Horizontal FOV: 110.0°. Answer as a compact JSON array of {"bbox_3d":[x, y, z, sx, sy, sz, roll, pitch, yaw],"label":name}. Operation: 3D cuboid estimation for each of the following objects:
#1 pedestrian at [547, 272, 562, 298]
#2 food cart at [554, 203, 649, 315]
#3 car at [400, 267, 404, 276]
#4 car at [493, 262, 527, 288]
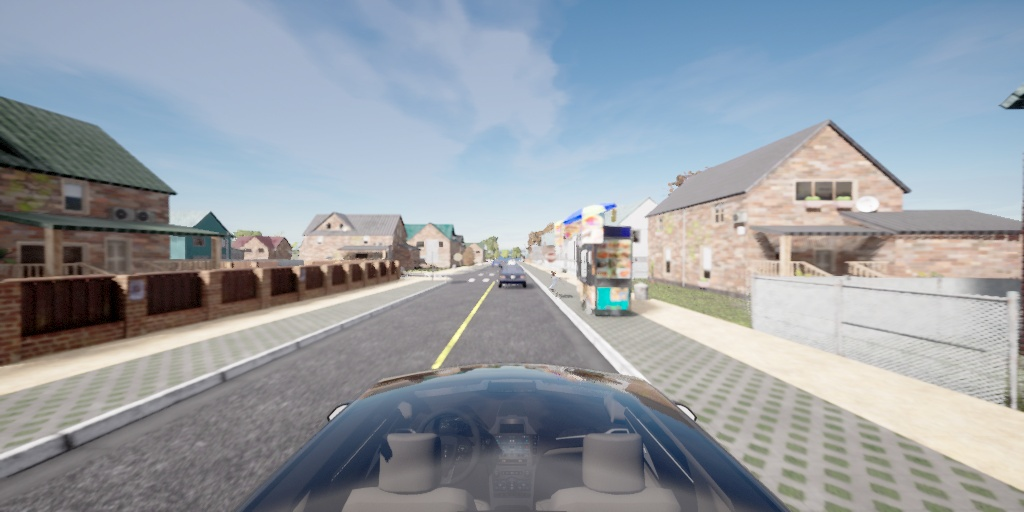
[{"bbox_3d":[1.841,0.882,15.462,0.375,1.860,0.375,-1,1,0],"label":"pedestrian"},{"bbox_3d":[3.013,0.208,12.642,2.280,3.560,4.660,0,0,0],"label":"food cart"},{"bbox_3d":[-12.500,1.350,34.325,4.181,1.385,1.994,0,1,-2],"label":"car"},{"bbox_3d":[-0.025,1.297,23.860,2.033,1.411,5.357,0,0,-2],"label":"car"}]
